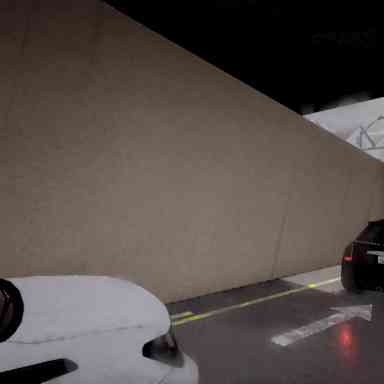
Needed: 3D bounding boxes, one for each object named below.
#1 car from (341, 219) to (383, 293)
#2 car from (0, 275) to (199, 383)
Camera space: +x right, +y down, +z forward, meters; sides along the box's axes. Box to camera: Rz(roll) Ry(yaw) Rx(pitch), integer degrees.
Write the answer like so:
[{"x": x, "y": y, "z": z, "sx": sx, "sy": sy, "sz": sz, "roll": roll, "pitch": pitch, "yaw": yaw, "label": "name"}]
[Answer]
[{"x": 5.489, "y": 1.352, "z": 7.679, "sx": 4.553, "sy": 1.767, "sz": 2.097, "roll": 0, "pitch": 0, "yaw": -36, "label": "car"}, {"x": -2.606, "y": 1.221, "z": 1.930, "sx": 5.566, "sy": 2.045, "sz": 2.150, "roll": 0, "pitch": 0, "yaw": -35, "label": "car"}]
